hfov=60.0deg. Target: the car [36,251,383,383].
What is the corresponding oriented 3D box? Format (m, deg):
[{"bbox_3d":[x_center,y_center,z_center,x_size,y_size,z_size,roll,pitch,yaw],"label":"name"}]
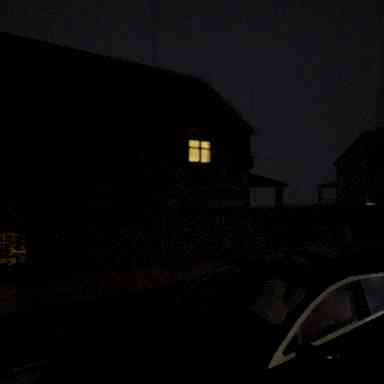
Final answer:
[{"bbox_3d":[0.972,1.482,3.543,4.902,1.511,2.128,0,0,-34],"label":"car"}]
